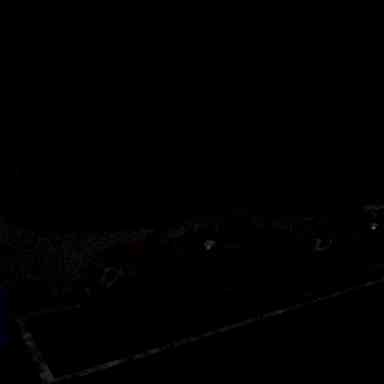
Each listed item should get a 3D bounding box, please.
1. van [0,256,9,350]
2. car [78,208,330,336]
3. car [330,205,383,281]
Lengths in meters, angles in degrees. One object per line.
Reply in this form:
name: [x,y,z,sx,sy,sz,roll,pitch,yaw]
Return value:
van: [-4.218,1.337,3.637,3.998,1.788,1.690,0,0,-35]
car: [0.350,1.326,6.894,5.009,1.841,2.192,0,0,-35]
car: [4.916,1.341,10.151,5.009,1.841,2.192,0,0,-35]
